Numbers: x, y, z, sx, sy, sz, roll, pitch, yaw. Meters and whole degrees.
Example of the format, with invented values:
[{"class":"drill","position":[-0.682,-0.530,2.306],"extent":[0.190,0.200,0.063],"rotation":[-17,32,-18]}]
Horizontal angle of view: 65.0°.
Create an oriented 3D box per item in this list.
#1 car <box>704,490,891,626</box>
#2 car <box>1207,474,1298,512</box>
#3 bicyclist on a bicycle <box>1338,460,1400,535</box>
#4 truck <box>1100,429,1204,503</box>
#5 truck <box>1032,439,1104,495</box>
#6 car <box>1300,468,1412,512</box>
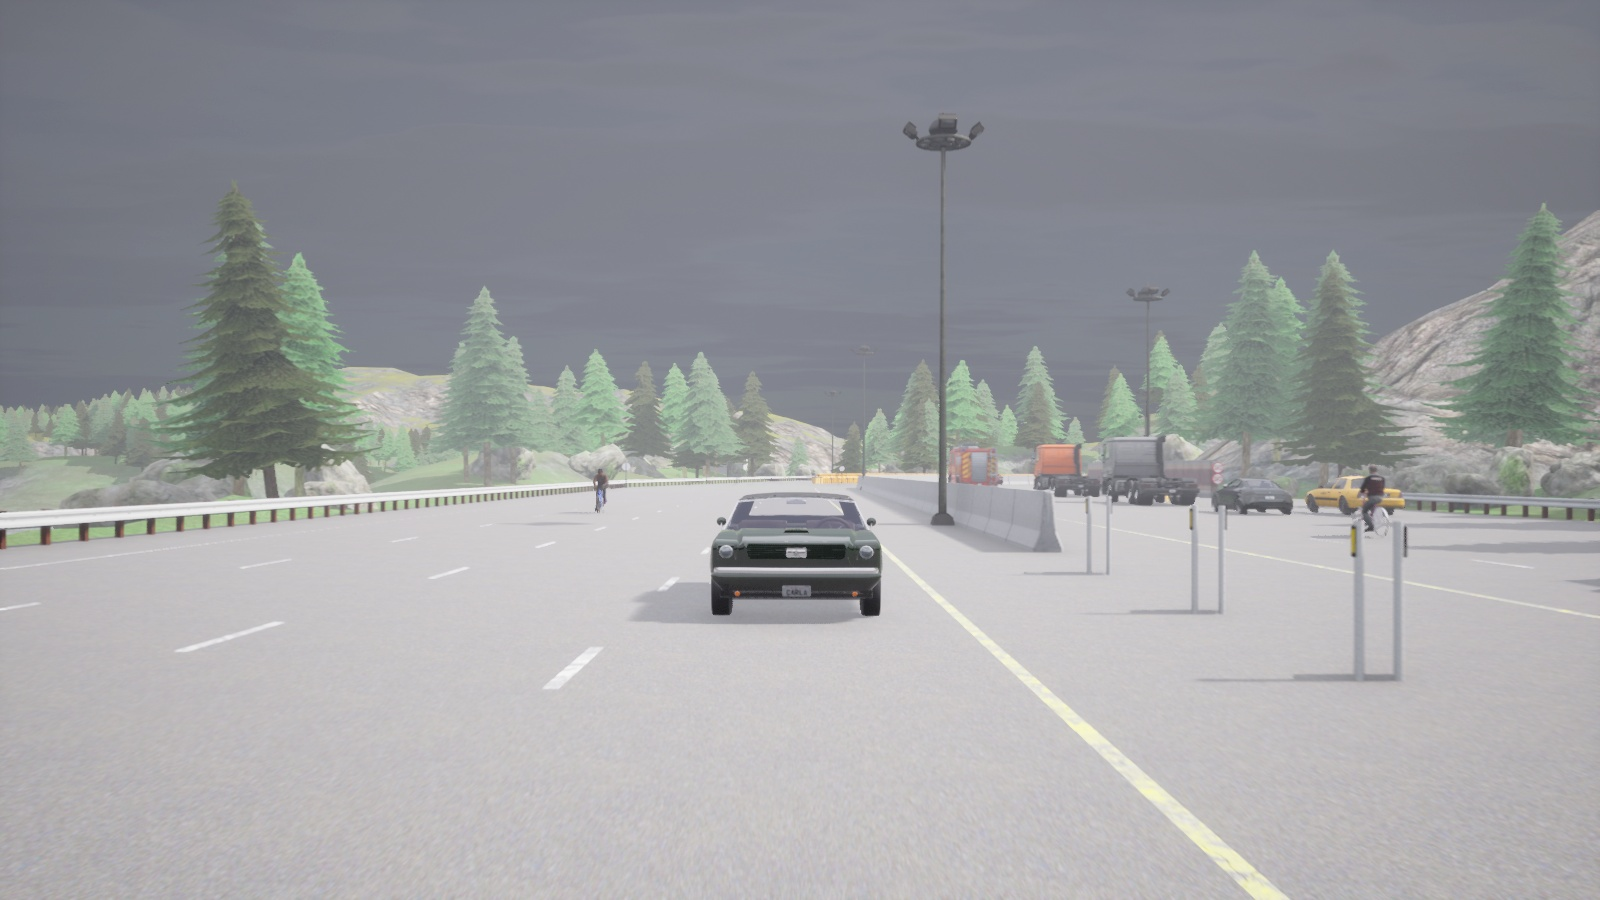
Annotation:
[{"class":"car","position":[-0.034,1.168,15.096],"extent":[1.895,1.301,4.718],"rotation":[0,-1,0]},{"class":"car","position":[17.386,1.621,48.502],"extent":[1.994,1.385,4.181],"rotation":[0,-1,0]},{"class":"bicyclist on a bicycle","position":[13.927,1.145,30.776],"extent":[0.659,1.776,1.843],"rotation":[0,-1,0]},{"class":"truck","position":[17.327,0.809,62.485],"extent":[2.891,3.462,7.936],"rotation":[0,-1,0]},{"class":"truck","position":[17.231,1.123,81.171],"extent":[2.891,3.462,7.936],"rotation":[0,-1,0]},{"class":"car","position":[20.889,1.464,47.450],"extent":[1.801,1.575,5.366],"rotation":[0,-1,0]}]
